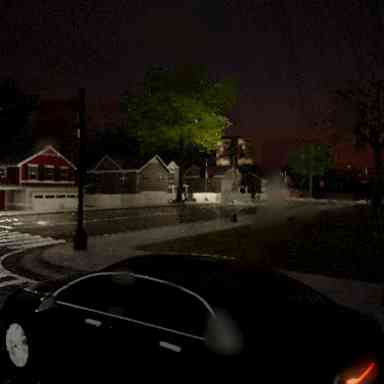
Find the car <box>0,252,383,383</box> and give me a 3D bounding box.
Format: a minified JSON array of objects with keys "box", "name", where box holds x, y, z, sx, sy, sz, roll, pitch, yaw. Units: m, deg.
[{"box":[-0.448,1.511,4.006,4.892,1.490,1.837,0,0,35],"name":"car"}]
